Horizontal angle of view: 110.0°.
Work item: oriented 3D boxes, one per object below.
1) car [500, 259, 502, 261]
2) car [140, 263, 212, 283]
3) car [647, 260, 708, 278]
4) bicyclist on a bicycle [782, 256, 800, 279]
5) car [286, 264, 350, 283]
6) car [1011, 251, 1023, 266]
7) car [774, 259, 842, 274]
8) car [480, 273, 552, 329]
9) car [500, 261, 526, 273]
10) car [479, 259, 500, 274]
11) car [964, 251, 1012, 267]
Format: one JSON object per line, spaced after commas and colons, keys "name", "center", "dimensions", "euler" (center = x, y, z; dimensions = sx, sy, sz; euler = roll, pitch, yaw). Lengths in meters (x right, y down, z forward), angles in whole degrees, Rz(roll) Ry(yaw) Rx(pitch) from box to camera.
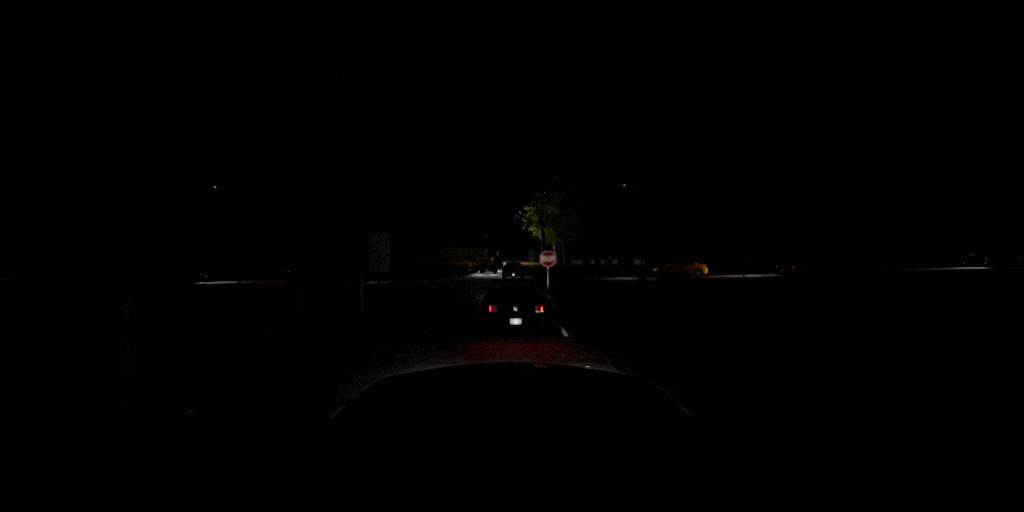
{"name": "car", "center": [-2.772, 1.423, 55.819], "dimensions": [1.895, 1.301, 4.718], "euler": [0, 0, 0]}
{"name": "car", "center": [-26.764, 1.332, 28.611], "dimensions": [4.892, 1.490, 1.837], "euler": [0, -1, 0]}
{"name": "car", "center": [14.526, 1.098, 31.639], "dimensions": [5.008, 1.535, 1.882], "euler": [-1, -1, 0]}
{"name": "bicyclist on a bicycle", "center": [19.917, 0.831, 25.667], "dimensions": [0.582, 1.620, 1.656], "euler": [-1, -1, 0]}
{"name": "car", "center": [-15.434, 1.366, 28.630], "dimensions": [4.674, 1.442, 1.812], "euler": [0, -1, 0]}
{"name": "car", "center": [44.058, 0.178, 28.815], "dimensions": [4.718, 1.301, 1.895], "euler": [-2, -1, 0]}
{"name": "car", "center": [26.020, 0.910, 31.665], "dimensions": [4.718, 1.301, 1.895], "euler": [-2, -1, 0]}
{"name": "car", "center": [0.106, 1.387, 11.388], "dimensions": [1.895, 1.301, 4.718], "euler": [0, 0, 0]}
{"name": "car", "center": [0.116, 1.322, 31.635], "dimensions": [1.837, 1.490, 4.892], "euler": [-1, -1, 0]}
{"name": "car", "center": [-2.833, 1.381, 44.174], "dimensions": [1.812, 1.442, 4.674], "euler": [0, 0, 2]}
{"name": "car", "center": [42.841, 0.253, 31.668], "dimensions": [4.181, 1.385, 1.994], "euler": [-2, -1, 0]}
